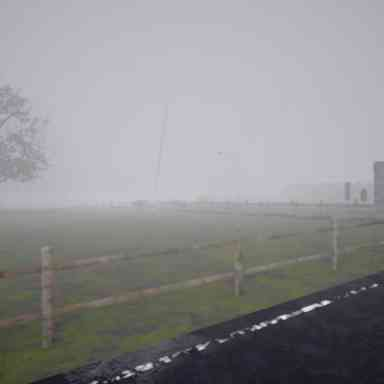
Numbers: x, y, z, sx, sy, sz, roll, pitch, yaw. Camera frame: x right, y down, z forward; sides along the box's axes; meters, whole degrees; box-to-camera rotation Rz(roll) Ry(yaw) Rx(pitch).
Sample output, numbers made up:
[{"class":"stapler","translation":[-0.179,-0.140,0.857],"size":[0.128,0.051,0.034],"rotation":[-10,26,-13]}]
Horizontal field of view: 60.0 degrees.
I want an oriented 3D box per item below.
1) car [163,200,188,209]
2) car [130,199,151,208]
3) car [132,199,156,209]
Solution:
[{"class":"car","translation":[-2.659,1.956,52.362],"size":[2.033,1.411,5.357],"rotation":[-1,0,-34]},{"class":"car","translation":[-9.727,2.129,62.649],"size":[1.882,1.535,5.008],"rotation":[-1,0,-34]},{"class":"car","translation":[-7.871,2.101,55.035],"size":[2.033,1.411,5.357],"rotation":[-1,0,-34]}]
